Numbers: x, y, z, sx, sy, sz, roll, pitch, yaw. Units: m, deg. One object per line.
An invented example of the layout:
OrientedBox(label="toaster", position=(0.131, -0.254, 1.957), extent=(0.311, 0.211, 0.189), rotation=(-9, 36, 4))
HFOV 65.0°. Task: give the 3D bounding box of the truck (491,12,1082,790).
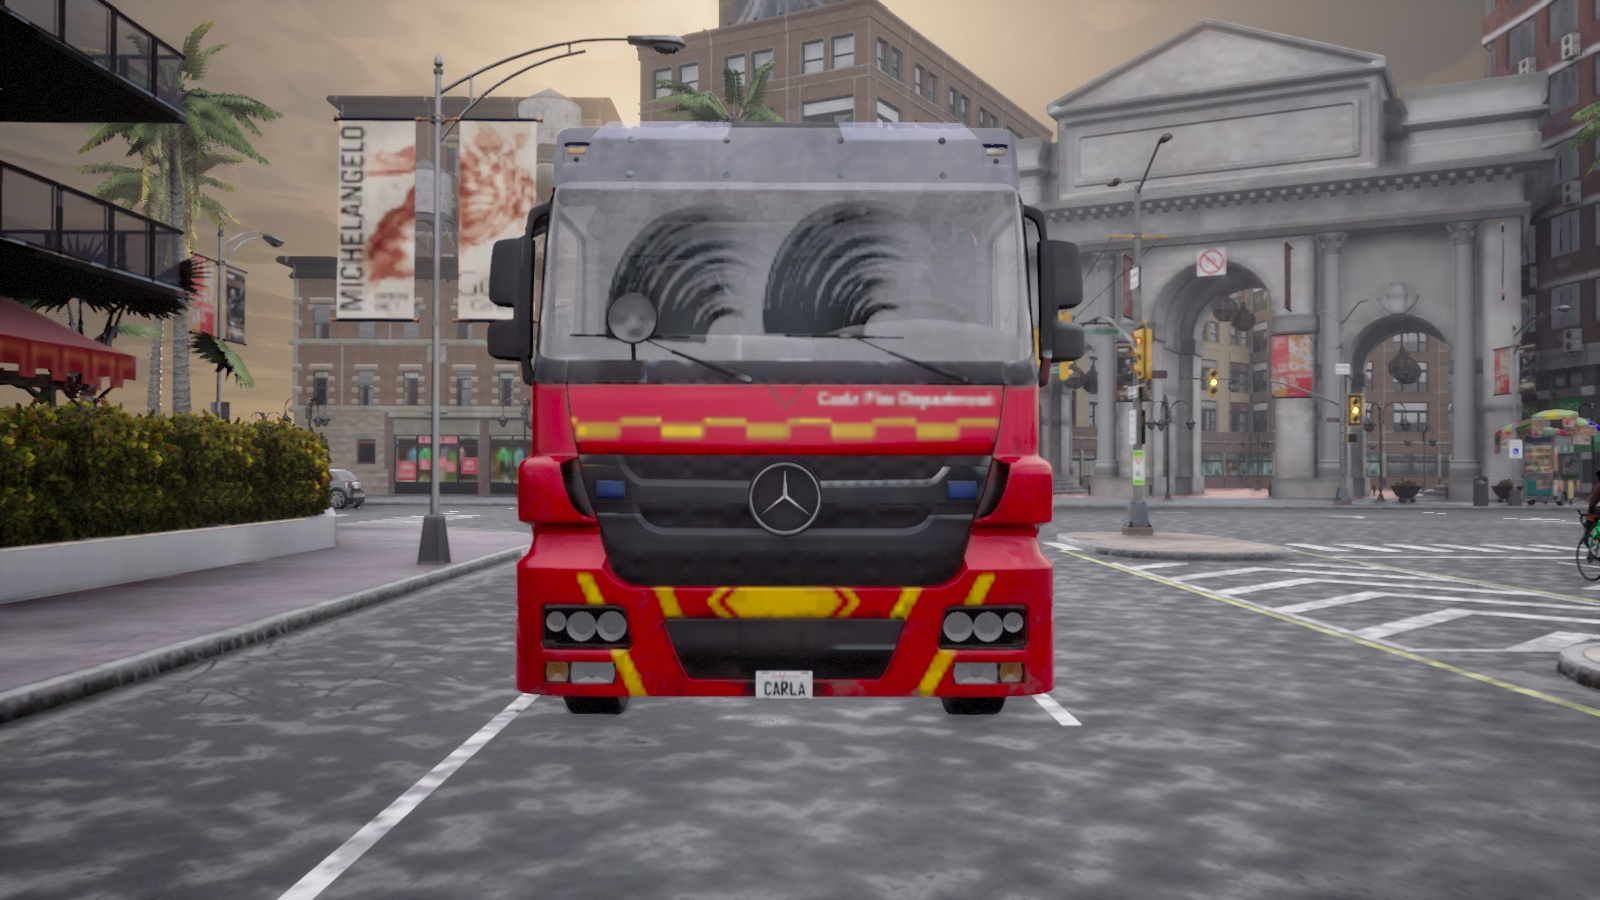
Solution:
OrientedBox(label="truck", position=(-0.101, -0.190, 10.425), extent=(2.891, 3.827, 8.468), rotation=(0, -1, 0))

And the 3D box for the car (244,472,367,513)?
OrientedBox(label="car", position=(-18.297, 1.550, 46.593), extent=(3.806, 1.475, 1.970), rotation=(0, -1, 0))

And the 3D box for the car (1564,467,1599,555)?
OrientedBox(label="car", position=(14.818, 1.034, 20.259), extent=(1.882, 1.535, 5.008), rotation=(0, -1, 0))

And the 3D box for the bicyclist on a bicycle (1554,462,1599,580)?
OrientedBox(label="bicyclist on a bicycle", position=(11.335, 0.983, 17.537), extent=(0.582, 1.620, 1.656), rotation=(0, -1, 0))
